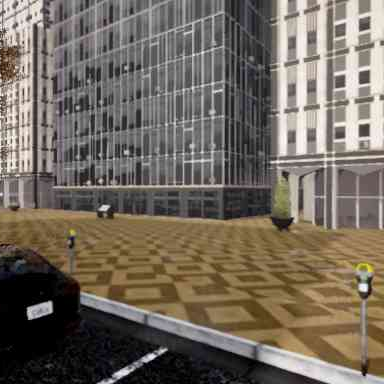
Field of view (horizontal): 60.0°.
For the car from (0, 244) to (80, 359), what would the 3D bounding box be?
[{"bbox_3d":[-3.631,1.540,5.467,4.313,1.339,1.947,0,0,35],"label":"car"}]
